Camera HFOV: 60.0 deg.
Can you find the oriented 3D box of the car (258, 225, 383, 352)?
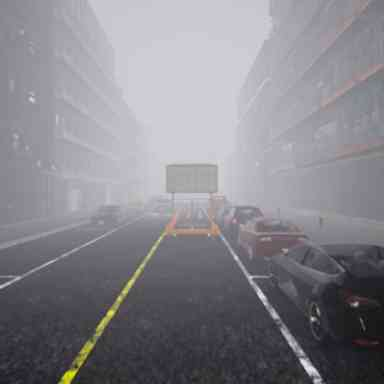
[{"bbox_3d":[2.691,1.561,6.169,1.947,1.339,4.313,0,0,0],"label":"car"}]

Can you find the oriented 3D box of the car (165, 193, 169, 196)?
[{"bbox_3d":[-5.686,1.252,56.901,2.192,1.841,5.009,0,0,0],"label":"car"}]

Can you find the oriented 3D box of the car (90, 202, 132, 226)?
[{"bbox_3d":[-5.688,1.544,23.081,1.947,1.339,4.313,0,0,0],"label":"car"}]

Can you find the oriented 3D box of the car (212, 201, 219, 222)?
[{"bbox_3d":[2.693,1.529,23.078,2.008,1.369,4.403,0,0,0],"label":"car"}]

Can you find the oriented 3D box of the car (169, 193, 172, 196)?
[{"bbox_3d":[-5.684,1.213,85.083,2.192,1.841,5.009,0,0,0],"label":"car"}]

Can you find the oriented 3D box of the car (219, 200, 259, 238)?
[{"bbox_3d":[2.693,1.424,17.442,1.967,1.590,4.097,0,0,0],"label":"car"}]

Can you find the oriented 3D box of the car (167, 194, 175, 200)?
[{"bbox_3d":[-5.685,1.329,90.718,1.967,1.590,4.097,0,0,0],"label":"car"}]

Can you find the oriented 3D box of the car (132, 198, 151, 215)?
[{"bbox_3d":[-5.688,1.491,34.185,1.752,1.417,4.829,0,0,0],"label":"car"}]

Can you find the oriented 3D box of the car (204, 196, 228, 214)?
[{"bbox_3d":[2.694,1.280,34.351,2.192,1.841,5.009,0,0,0],"label":"car"}]

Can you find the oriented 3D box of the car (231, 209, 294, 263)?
[{"bbox_3d":[2.692,1.534,11.805,1.887,1.381,4.507,0,0,0],"label":"car"}]

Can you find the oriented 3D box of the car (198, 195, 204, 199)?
[{"bbox_3d":[2.695,1.423,85.249,1.752,1.417,4.829,0,0,0],"label":"car"}]

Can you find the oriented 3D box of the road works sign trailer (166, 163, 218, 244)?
[{"bbox_3d":[0.000,0.450,15.574,2.380,3.560,2.880,0,0,0],"label":"road works sign trailer"}]

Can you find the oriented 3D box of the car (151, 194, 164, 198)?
[{"bbox_3d":[-5.687,1.384,51.265,1.967,1.590,4.097,0,0,0],"label":"car"}]

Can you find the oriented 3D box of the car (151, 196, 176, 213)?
[{"bbox_3d":[-3.094,1.489,36.365,1.812,1.442,4.674,0,0,0],"label":"car"}]

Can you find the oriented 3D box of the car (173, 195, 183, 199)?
[{"bbox_3d":[-2.997,1.347,77.764,1.812,1.442,4.674,0,0,0],"label":"car"}]
